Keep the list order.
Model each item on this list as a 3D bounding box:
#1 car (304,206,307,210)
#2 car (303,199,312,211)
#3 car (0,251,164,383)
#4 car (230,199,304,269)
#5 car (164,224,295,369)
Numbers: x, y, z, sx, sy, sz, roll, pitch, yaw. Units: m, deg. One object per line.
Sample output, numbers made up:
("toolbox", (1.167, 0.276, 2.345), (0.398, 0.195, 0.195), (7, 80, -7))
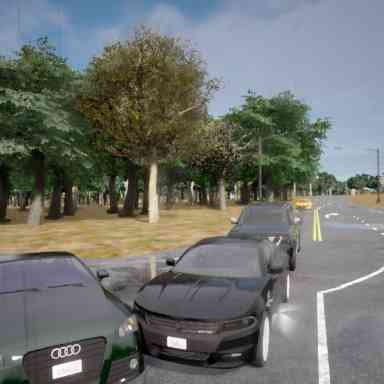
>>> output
("car", (5.703, 1.779, 20.143), (1.895, 1.301, 4.718), (-1, 0, 20))
("car", (15.080, 1.709, 44.920), (1.882, 1.535, 5.008), (-1, 0, 22))
("car", (-2.323, 1.643, 5.002), (1.994, 1.385, 4.181), (2, -2, -33))
("car", (2.828, 1.460, 12.451), (2.150, 2.045, 5.566), (-2, 0, 20))
("car", (0.720, 1.614, 6.306), (1.882, 1.535, 5.008), (-1, -2, 21))
